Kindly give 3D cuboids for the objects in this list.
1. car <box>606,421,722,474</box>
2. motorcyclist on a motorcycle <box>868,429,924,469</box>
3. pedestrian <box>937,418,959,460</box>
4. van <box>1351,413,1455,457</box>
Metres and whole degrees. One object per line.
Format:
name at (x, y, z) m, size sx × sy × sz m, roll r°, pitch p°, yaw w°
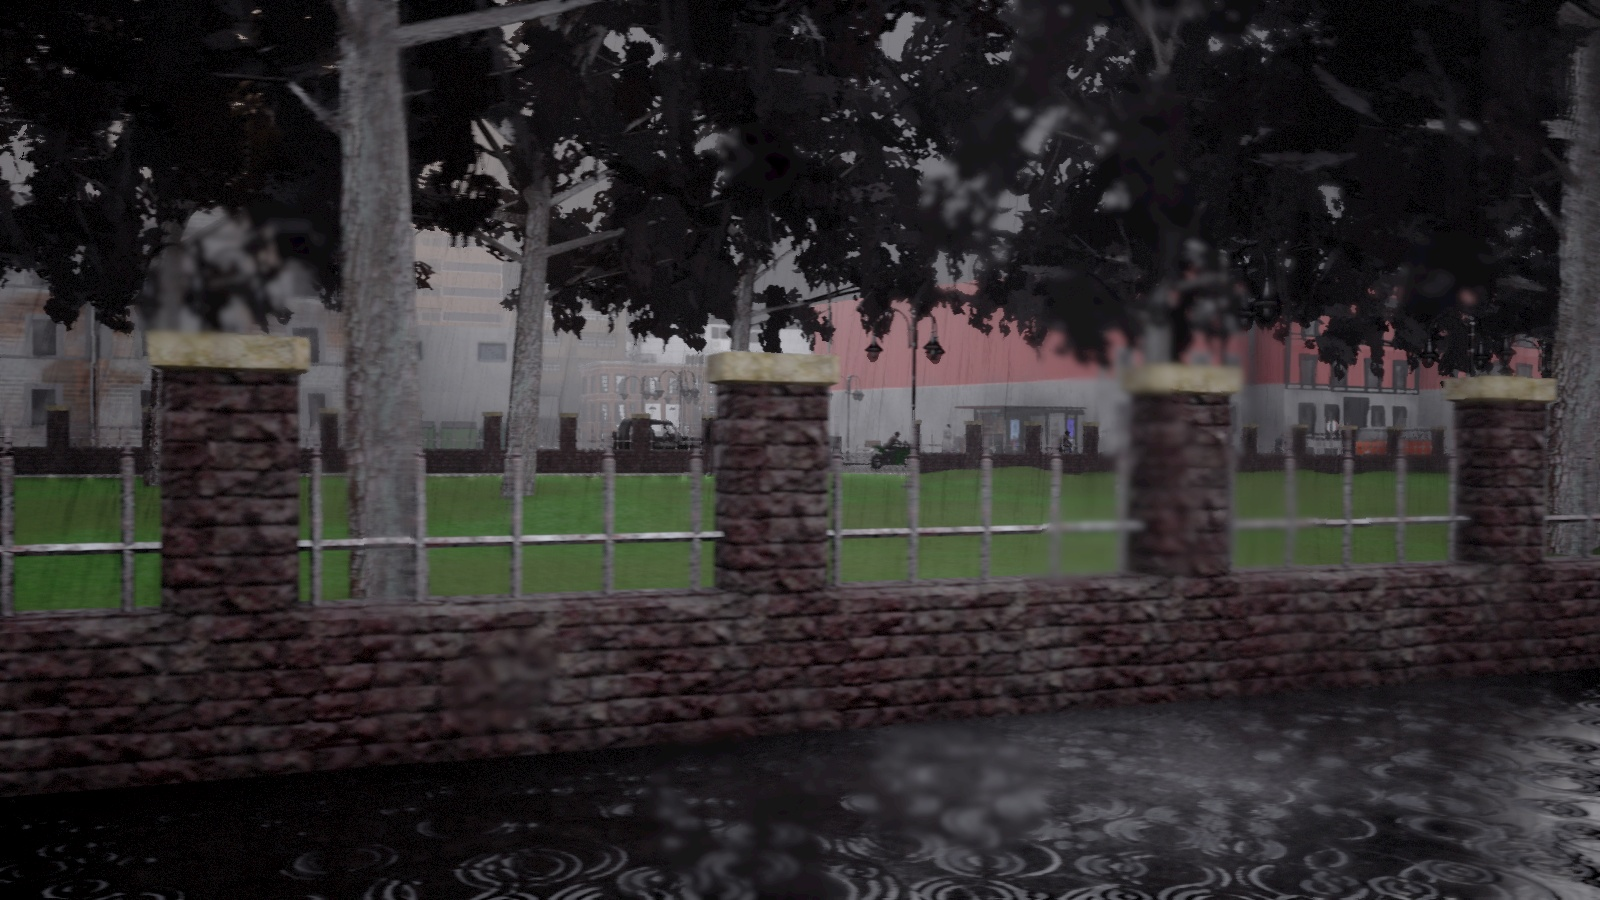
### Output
car at (-5.004, -0.105, 46.038) m, size 3.866 × 1.878 × 1.905 m, roll 0°, pitch 1°, yaw -21°
motorcyclist on a motorcycle at (3.773, -0.064, 49.371) m, size 2.044 × 1.523 × 0.797 m, roll -1°, pitch 1°, yaw -21°
pedestrian at (7.011, -0.539, 59.464) m, size 0.873 × 1.952 × 0.659 m, roll -1°, pitch 1°, yaw -12°
van at (28.132, -0.707, 58.626) m, size 4.442 × 1.987 × 1.775 m, roll -1°, pitch 1°, yaw -20°
